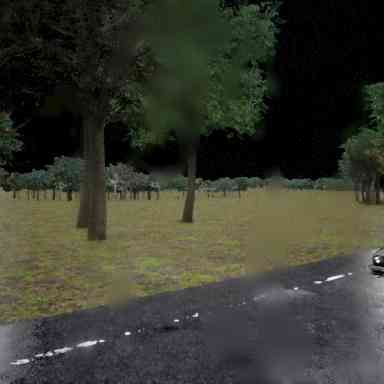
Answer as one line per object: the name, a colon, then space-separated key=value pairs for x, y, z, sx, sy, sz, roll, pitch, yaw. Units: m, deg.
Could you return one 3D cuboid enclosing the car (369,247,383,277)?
car: x=6.931 y=1.527 z=8.920 sx=5.357 sy=1.411 sz=2.033 roll=0 pitch=0 yaw=-35
